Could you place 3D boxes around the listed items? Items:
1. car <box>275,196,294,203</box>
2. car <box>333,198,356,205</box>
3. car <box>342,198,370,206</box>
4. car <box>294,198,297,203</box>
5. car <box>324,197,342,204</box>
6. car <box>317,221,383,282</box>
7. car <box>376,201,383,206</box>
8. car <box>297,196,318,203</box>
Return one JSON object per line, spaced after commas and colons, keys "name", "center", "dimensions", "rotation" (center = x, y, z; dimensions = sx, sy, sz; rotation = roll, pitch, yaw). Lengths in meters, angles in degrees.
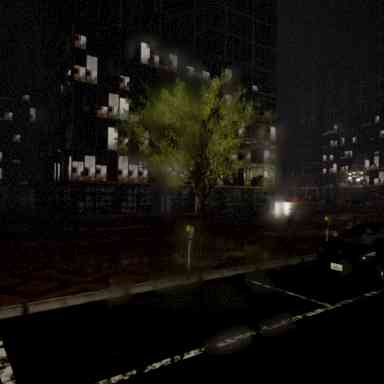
{"name": "car", "center": [21.905, 1.795, 80.305], "dimensions": [1.967, 1.590, 4.097], "rotation": [1, -1, -20]}
{"name": "car", "center": [33.148, 1.985, 72.540], "dimensions": [2.008, 1.369, 4.403], "rotation": [1, -1, -20]}
{"name": "car", "center": [29.615, 1.763, 59.307], "dimensions": [2.008, 1.369, 4.403], "rotation": [1, -1, -20]}
{"name": "car", "center": [27.362, 2.123, 88.294], "dimensions": [1.802, 1.307, 4.206], "rotation": [1, -1, -20]}
{"name": "car", "center": [27.689, 1.688, 64.558], "dimensions": [1.967, 1.590, 4.097], "rotation": [1, -1, -20]}
{"name": "car", "center": [5.562, 1.574, 9.827], "dimensions": [4.313, 1.339, 1.947], "rotation": [0, 1, -34]}
{"name": "car", "center": [36.947, 1.889, 62.197], "dimensions": [1.752, 1.417, 4.829], "rotation": [1, -1, -20]}
{"name": "car", "center": [29.294, 1.820, 83.046], "dimensions": [2.192, 1.841, 5.009], "rotation": [1, -1, -20]}
